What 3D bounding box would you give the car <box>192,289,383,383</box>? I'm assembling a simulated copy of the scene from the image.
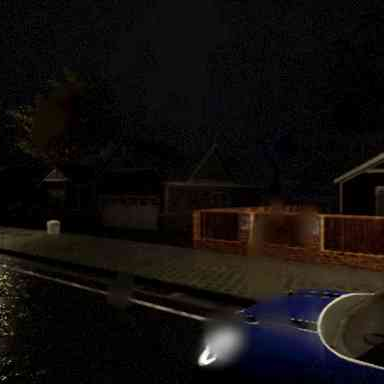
[{"bbox_3d":[2.194,1.351,2.427,4.553,1.767,2.097,0,0,36],"label":"car"}]
